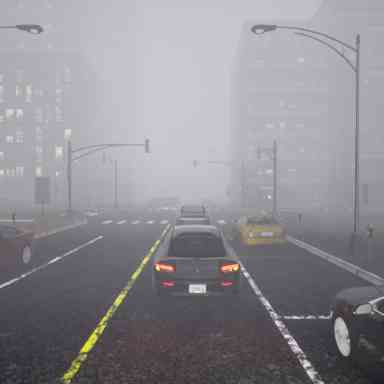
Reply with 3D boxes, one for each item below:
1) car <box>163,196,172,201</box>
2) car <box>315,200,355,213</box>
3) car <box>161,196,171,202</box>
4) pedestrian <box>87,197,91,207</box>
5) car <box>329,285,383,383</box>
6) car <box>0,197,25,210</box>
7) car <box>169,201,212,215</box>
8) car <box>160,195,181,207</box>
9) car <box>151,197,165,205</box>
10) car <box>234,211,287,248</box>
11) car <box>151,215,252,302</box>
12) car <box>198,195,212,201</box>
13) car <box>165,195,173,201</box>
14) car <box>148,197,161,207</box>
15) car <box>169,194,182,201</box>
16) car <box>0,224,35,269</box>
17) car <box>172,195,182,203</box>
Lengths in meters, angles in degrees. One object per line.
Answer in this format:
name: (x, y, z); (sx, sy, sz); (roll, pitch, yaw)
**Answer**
car: (-5.865, 1.568, 80.601); (1.802, 1.307, 4.206); (-1, 0, 0)
car: (16.238, 1.623, 37.552); (4.403, 1.369, 2.008); (0, 0, 1)
car: (-5.854, 1.531, 74.946); (1.887, 1.381, 4.507); (-1, 0, 0)
pedestrian: (-12.631, 1.200, 40.837); (0.375, 1.300, 0.375); (0, 0, 1)
car: (2.802, 1.550, 3.102); (2.008, 1.369, 4.403); (-1, 0, 0)
car: (-21.738, 1.275, 37.972); (4.829, 1.417, 1.752); (0, 0, 1)
car: (0.053, 1.487, 18.183); (2.128, 1.511, 4.902); (0, 0, 0)
car: (-3.194, 1.536, 50.397); (2.033, 1.411, 5.357); (0, 0, 0)
car: (-5.819, 1.554, 57.983); (1.947, 1.339, 4.313); (-1, 0, 0)
car: (2.778, 1.521, 14.561); (1.752, 1.417, 4.829); (-1, 0, 0)
car: (0.083, 1.523, 8.109); (1.812, 1.442, 4.674); (0, 0, 0)
car: (2.560, 1.539, 58.000); (2.008, 1.369, 4.403); (-1, 0, 0)
car: (-5.877, 1.530, 86.256); (1.887, 1.381, 4.507); (-1, 0, 0)
car: (-5.808, 1.514, 52.159); (1.752, 1.417, 4.829); (-1, 0, 0)
car: (-3.195, 1.479, 60.769); (2.128, 1.511, 4.902); (0, 0, 0)
car: (-5.849, 1.542, 8.787); (1.887, 1.381, 4.507); (-1, 0, 0)
car: (-3.143, 1.487, 70.944); (1.837, 1.490, 4.892); (0, 0, 0)
